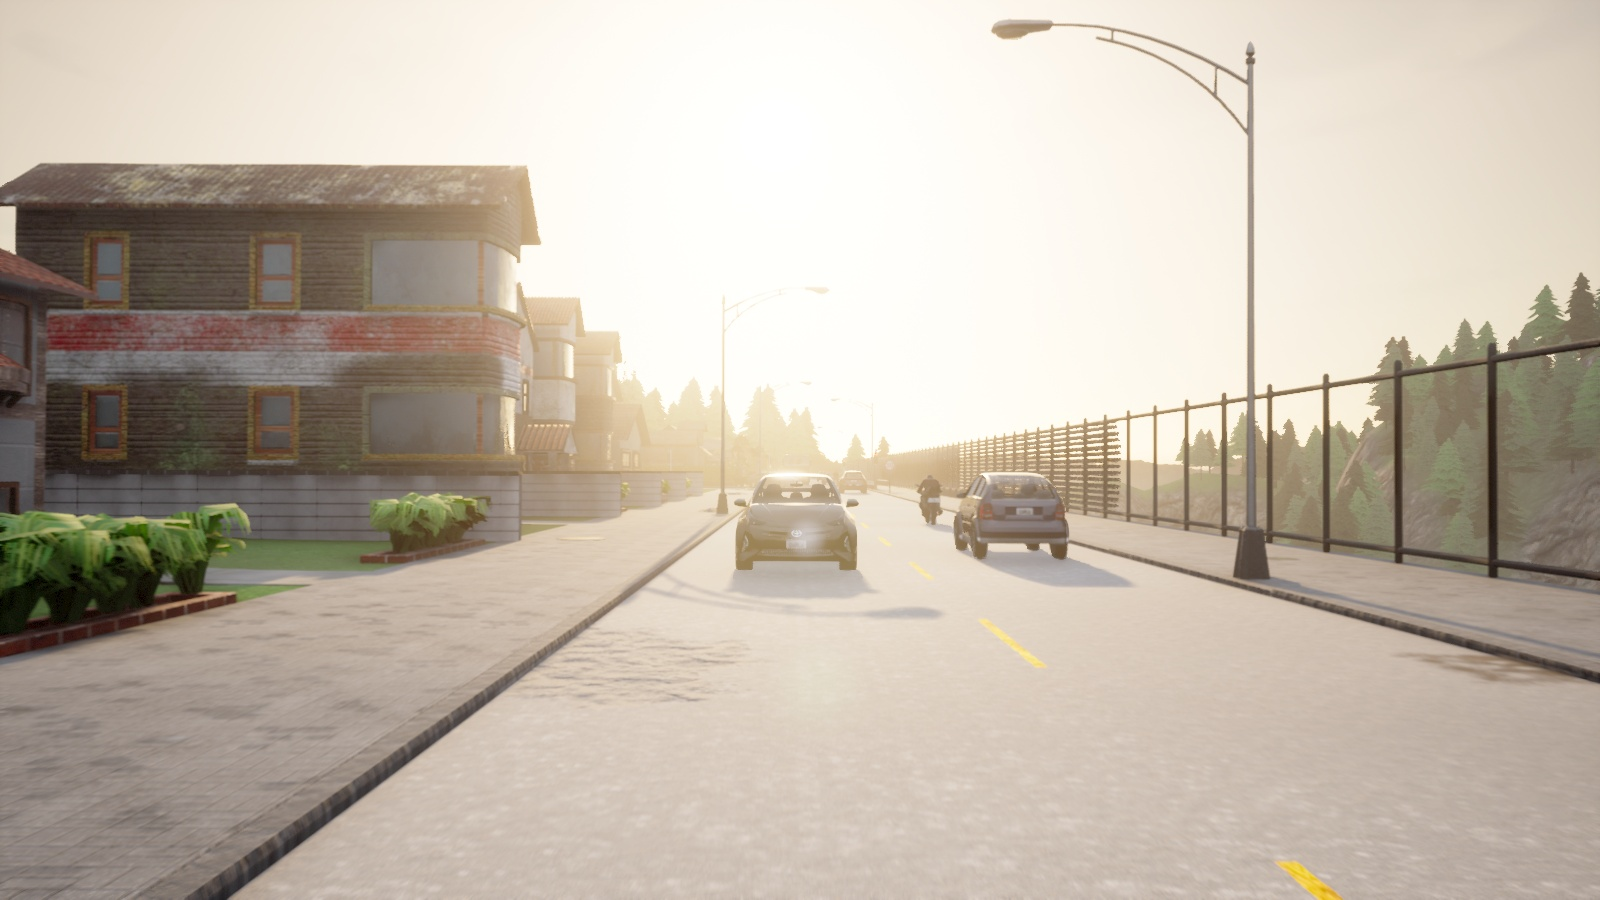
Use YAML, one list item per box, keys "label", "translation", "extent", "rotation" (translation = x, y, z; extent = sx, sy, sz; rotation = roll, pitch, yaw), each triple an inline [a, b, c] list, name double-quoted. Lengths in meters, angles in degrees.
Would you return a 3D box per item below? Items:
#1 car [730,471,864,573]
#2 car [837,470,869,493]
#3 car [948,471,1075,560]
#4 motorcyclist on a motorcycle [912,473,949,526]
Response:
- label: "car"
  translation: [-0.052, 1.115, 21.116]
  extent: [2.007, 1.525, 4.514]
  rotation: [0, -1, 0]
- label: "car"
  translation: [3.781, 2.238, 90.125]
  extent: [2.033, 1.649, 4.856]
  rotation: [0, -1, 0]
- label: "car"
  translation: [3.942, 1.179, 23.972]
  extent: [1.789, 1.549, 3.705]
  rotation: [0, -1, 0]
- label: "motorcyclist on a motorcycle"
  translation: [3.908, 1.466, 37.774]
  extent: [0.866, 1.530, 2.191]
  rotation: [0, -1, 0]
